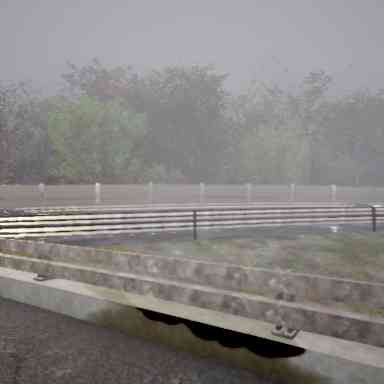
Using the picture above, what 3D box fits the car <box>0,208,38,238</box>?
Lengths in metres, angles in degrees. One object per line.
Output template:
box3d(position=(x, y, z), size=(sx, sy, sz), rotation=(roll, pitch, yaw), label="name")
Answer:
box3d(position=(-10.987, 1.690, 17.946), size=(4.892, 1.490, 1.837), rotation=(-3, 1, -12), label="car")

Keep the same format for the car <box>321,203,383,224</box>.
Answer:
box3d(position=(11.826, 1.542, 24.542), size=(4.674, 1.442, 1.812), rotation=(0, 0, -16), label="car")
